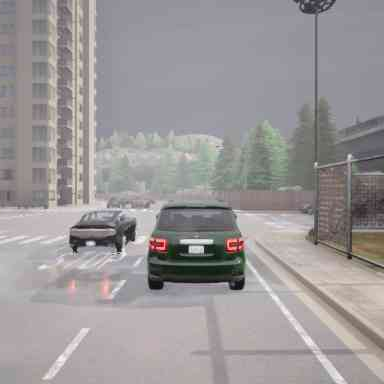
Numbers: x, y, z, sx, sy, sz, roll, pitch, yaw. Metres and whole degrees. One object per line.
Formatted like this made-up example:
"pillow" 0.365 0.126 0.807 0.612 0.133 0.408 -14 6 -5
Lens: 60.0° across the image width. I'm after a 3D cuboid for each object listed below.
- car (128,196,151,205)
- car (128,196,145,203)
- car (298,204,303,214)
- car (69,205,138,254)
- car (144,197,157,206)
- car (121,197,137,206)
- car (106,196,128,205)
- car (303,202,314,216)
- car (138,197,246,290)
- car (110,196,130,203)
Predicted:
"car" -7.009 1.352 45.805 2.097 1.767 4.553 0 0 0
"car" -12.177 1.595 73.032 1.895 1.301 4.718 0 0 -33
"car" 13.020 1.407 33.236 4.553 1.767 2.097 0 0 0
"car" -3.417 1.492 13.505 2.128 1.511 4.902 0 0 -1
"car" -7.268 1.547 58.282 2.033 1.411 5.357 0 0 -4
"car" -10.657 1.547 56.852 2.033 1.411 5.357 0 0 -3
"car" -10.505 1.505 46.189 1.837 1.490 4.892 0 0 0
"car" 12.972 1.545 29.738 4.902 1.511 2.128 0 0 0
"car" 0.122 1.221 9.214 2.150 2.045 5.566 0 0 1
"car" -15.559 1.539 71.762 2.033 1.411 5.357 0 0 -37
